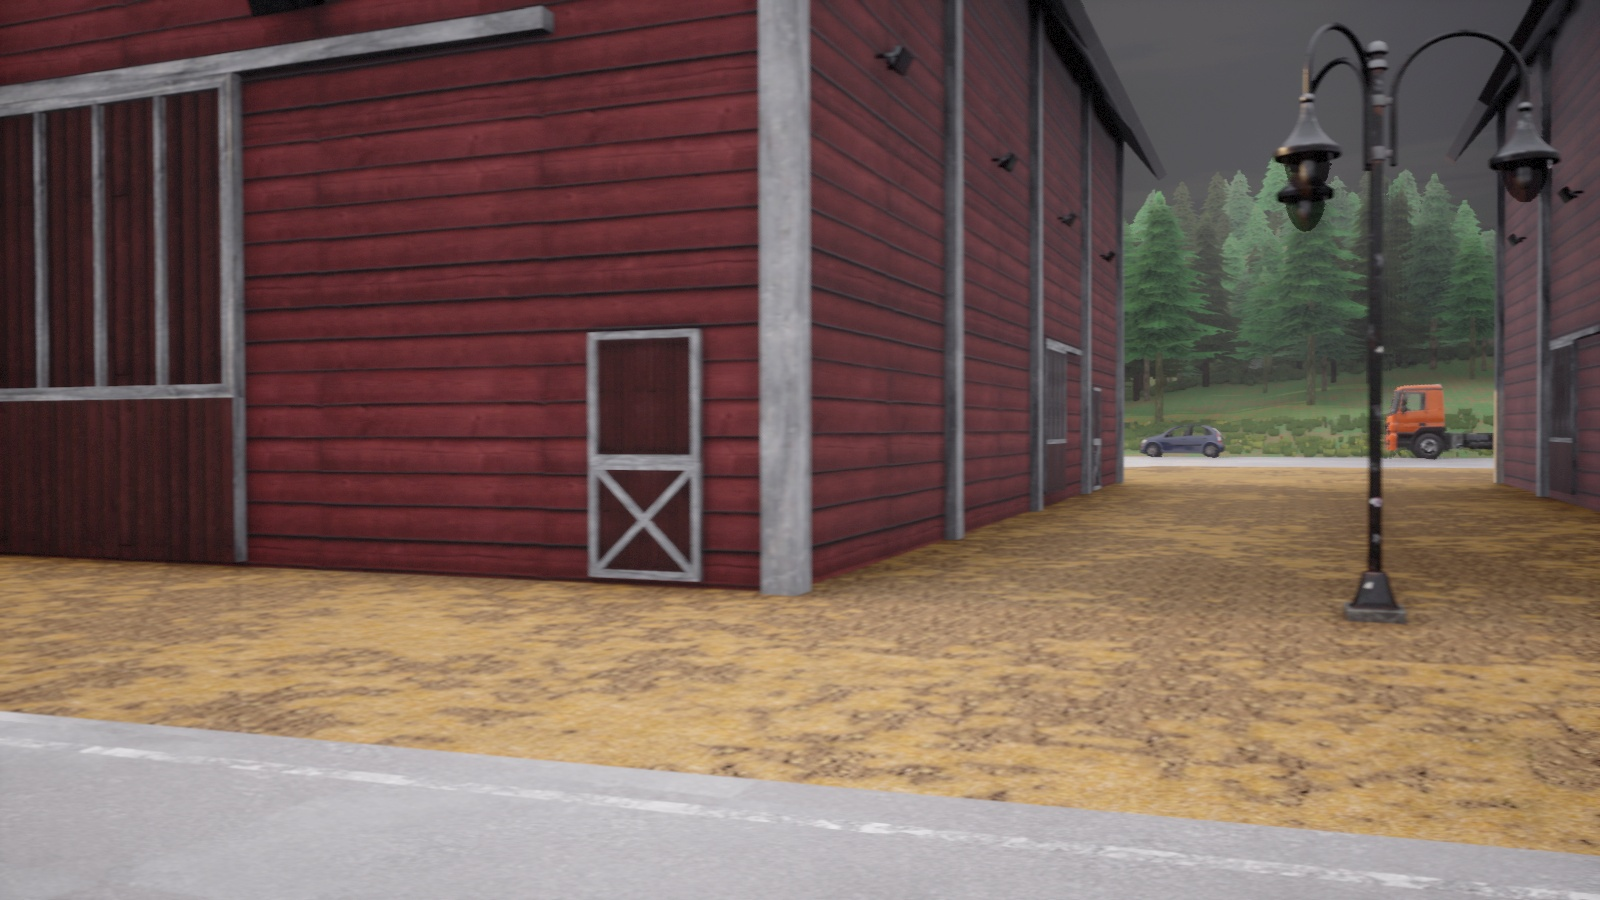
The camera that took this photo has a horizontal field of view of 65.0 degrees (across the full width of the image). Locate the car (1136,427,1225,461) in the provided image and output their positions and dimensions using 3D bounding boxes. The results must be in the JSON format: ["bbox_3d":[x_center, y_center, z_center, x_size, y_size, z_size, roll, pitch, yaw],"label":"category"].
[{"bbox_3d":[18.569,-0.329,61.284,3.988,1.617,1.851,1,1,22],"label":"car"}]

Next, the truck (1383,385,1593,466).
[{"bbox_3d":[30.651,-1.085,56.388,7.936,3.462,2.891,1,1,22],"label":"truck"}]
